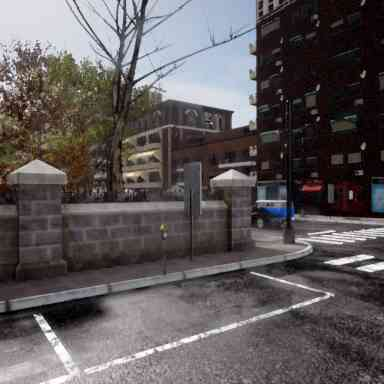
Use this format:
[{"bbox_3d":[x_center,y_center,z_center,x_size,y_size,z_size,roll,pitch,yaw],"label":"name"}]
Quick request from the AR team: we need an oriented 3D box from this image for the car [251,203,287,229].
[{"bbox_3d":[4.497,1.774,24.237,1.837,1.490,4.892,0,-1,-36],"label":"car"}]

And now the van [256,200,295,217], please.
[{"bbox_3d":[7.317,1.643,30.201,1.690,1.788,3.998,-1,0,-36],"label":"van"}]
